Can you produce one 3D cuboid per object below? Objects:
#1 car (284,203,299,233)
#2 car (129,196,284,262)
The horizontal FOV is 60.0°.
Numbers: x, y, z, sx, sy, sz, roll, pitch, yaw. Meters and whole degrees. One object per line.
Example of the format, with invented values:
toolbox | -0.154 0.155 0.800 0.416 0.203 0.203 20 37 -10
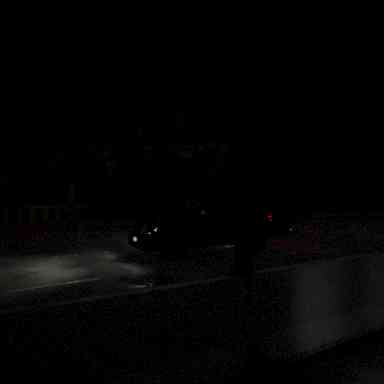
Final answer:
car | 3.530 1.328 17.988 4.553 1.767 2.097 0 0 -27
car | 0.509 1.197 12.364 5.566 2.045 2.150 0 0 -31
